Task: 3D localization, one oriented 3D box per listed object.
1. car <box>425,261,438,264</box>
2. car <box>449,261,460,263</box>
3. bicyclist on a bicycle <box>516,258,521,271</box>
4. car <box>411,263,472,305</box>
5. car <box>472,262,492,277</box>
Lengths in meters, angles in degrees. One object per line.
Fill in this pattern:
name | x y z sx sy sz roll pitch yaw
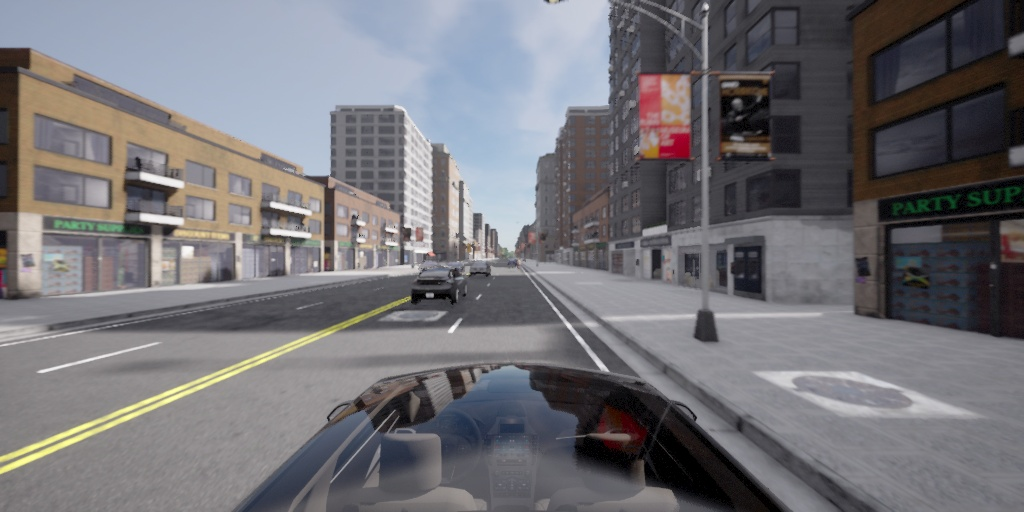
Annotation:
car | -9.818 1.304 43.162 2.033 1.411 5.357 0 0 0
car | -6.571 1.320 41.142 1.994 1.385 4.181 0 0 0
bicyclist on a bicycle | 0.895 1.193 45.620 0.866 1.612 1.509 0 0 0
car | -3.147 1.257 16.180 1.837 1.490 4.892 0 0 0
car | -3.137 1.303 36.070 2.033 1.411 5.357 0 0 0
